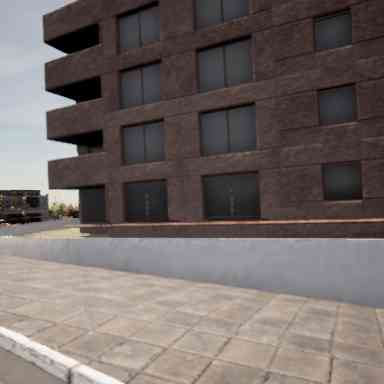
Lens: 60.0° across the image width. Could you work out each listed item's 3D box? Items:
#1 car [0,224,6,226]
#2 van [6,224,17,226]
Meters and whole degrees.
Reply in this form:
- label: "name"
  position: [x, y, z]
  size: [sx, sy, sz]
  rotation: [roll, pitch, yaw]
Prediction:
- label: "car"
  position: [-38.105, 7.068, 61.732]
  size: [5.366, 1.575, 1.946]
  rotation: [-2, -7, 6]
- label: "van"
  position: [-36.480, 7.140, 64.433]
  size: [4.442, 1.987, 1.878]
  rotation: [-2, -7, 6]
